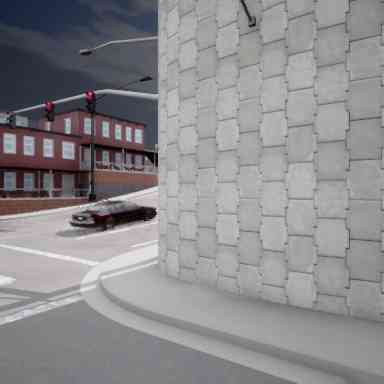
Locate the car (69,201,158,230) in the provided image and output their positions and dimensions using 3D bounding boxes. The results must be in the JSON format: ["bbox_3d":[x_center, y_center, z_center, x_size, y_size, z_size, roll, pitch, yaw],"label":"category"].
[{"bbox_3d":[-4.260,1.215,18.986,2.033,1.411,5.357,0,4,35],"label":"car"}]
